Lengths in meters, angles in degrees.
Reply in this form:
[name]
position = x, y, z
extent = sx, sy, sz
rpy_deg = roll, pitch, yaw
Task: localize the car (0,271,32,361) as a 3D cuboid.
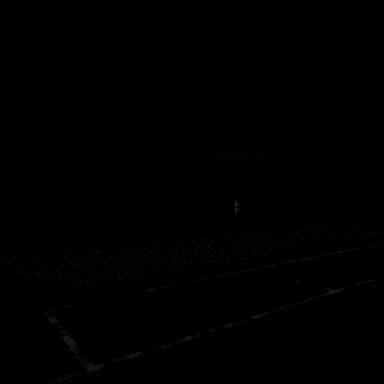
[car]
position = -4.109, 1.575, 3.605
extent = 4.313, 1.339, 1.947
rpy_deg = -1, 0, -35
